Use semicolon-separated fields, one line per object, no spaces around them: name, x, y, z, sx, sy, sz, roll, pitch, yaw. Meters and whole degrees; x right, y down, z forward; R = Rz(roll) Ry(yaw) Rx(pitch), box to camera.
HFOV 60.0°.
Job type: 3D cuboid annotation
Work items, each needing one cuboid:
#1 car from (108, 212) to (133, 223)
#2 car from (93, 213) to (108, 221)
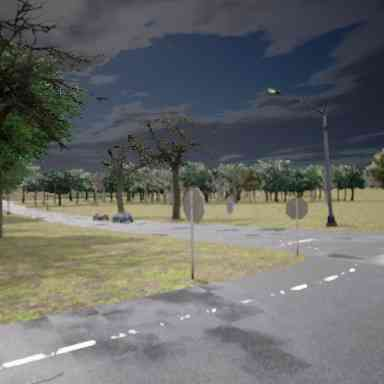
car;-11.087;3.945;52.702;2.097;1.767;4.553;-1;-2;-34
car;-16.722;4.535;60.921;1.812;1.442;4.674;-1;-1;-34
